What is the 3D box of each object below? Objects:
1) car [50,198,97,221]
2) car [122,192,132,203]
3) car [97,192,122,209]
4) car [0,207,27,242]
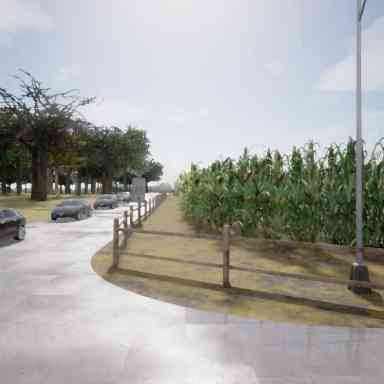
[{"bbox_3d":[-8.728,1.240,24.382,1.837,1.490,4.892,1,0,-2],"label":"car"},{"bbox_3d":[-9.631,0.760,47.383,2.128,1.511,4.902,1,1,-2],"label":"car"},{"bbox_3d":[-9.202,1.028,35.941,1.837,1.490,4.892,1,1,-2],"label":"car"},{"bbox_3d":[-8.250,1.383,13.012,1.837,1.490,4.892,1,1,-2],"label":"car"}]
